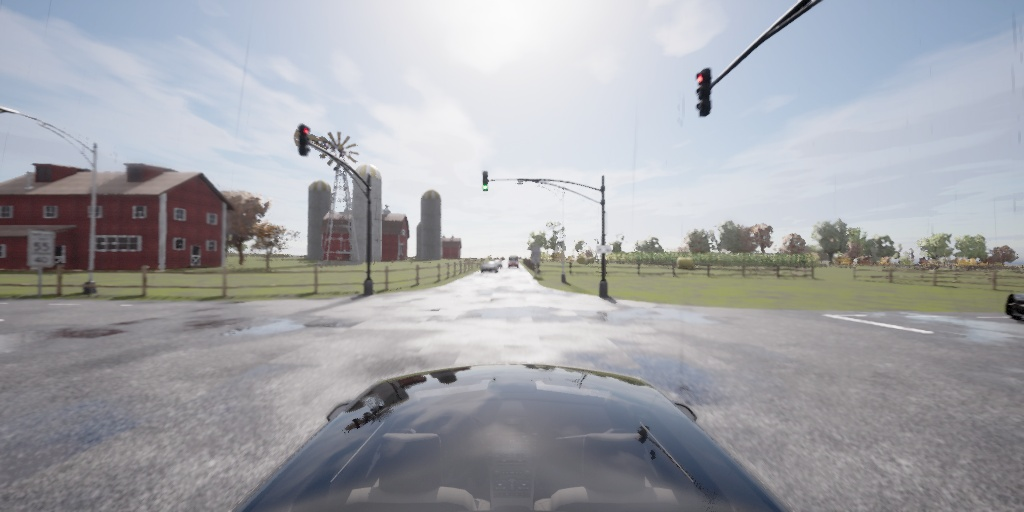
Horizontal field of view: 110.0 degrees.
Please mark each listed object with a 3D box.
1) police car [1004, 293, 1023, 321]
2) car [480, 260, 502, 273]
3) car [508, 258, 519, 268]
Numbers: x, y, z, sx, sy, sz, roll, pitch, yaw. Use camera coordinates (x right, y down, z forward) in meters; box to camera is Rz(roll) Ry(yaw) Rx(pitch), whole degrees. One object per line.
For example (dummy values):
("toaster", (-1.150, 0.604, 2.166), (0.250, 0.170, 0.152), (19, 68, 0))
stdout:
("police car", (19.547, 1.493, 11.893), (5.238, 1.638, 1.930), (1, -1, 0))
("car", (-2.652, 1.317, 43.086), (1.994, 1.385, 4.181), (0, 0, 1))
("car", (0.240, 1.363, 60.863), (1.895, 1.301, 4.718), (0, 0, 0))
